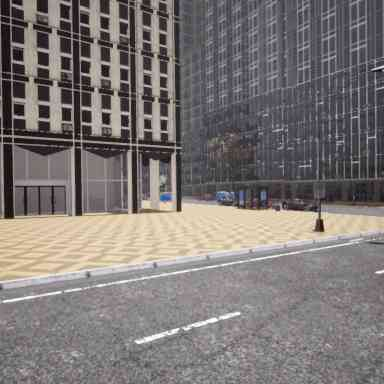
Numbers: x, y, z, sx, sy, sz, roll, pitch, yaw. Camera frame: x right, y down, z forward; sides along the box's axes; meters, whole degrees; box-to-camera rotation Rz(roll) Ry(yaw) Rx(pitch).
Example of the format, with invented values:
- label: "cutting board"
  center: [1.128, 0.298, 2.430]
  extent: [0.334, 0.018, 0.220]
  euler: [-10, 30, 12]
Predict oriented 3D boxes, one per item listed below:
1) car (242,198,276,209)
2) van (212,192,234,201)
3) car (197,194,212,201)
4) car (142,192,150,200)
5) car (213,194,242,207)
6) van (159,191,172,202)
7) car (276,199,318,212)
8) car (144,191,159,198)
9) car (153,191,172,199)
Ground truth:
- label: "car"
  center: [8.470, 1.387, 40.479]
  extent: [1.802, 1.307, 4.206]
  euler: [-1, 1, -34]
- label: "van"
  center: [5.879, 0.854, 59.343]
  extent: [1.690, 1.788, 3.998]
  euler: [-1, 1, -34]
- label: "car"
  center: [2.678, 1.042, 64.042]
  extent: [1.802, 1.307, 4.206]
  euler: [-1, 1, -34]
- label: "car"
  center: [-10.651, 1.038, 68.713]
  extent: [2.008, 1.369, 4.403]
  euler: [0, 1, -34]
- label: "car"
  center: [5.316, 1.318, 45.207]
  extent: [1.947, 1.339, 4.313]
  euler: [-1, 1, -34]
- label: "van"
  center: [-4.246, 0.936, 59.319]
  extent: [1.690, 1.788, 3.998]
  euler: [0, 1, -34]
- label: "car"
  center: [11.659, 1.422, 35.771]
  extent: [1.947, 1.339, 4.313]
  euler: [-1, 1, -34]
- label: "car"
  center: [-10.132, 0.684, 82.822]
  extent: [1.967, 1.590, 4.097]
  euler: [0, 1, -34]
- label: "car"
  center: [-6.930, 0.613, 78.126]
  extent: [2.192, 1.841, 5.009]
  euler: [0, 1, -34]
